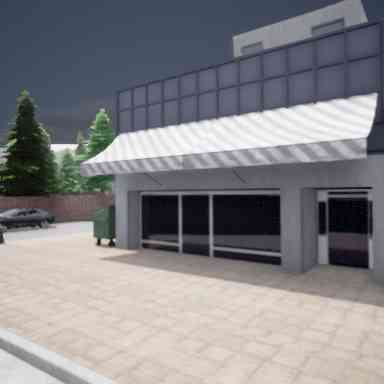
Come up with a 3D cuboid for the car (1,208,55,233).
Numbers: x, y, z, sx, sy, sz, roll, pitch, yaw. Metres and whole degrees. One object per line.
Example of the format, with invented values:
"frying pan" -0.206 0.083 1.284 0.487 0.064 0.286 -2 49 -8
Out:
"car" -12.054 1.914 23.137 1.837 1.490 4.892 -1 0 37
